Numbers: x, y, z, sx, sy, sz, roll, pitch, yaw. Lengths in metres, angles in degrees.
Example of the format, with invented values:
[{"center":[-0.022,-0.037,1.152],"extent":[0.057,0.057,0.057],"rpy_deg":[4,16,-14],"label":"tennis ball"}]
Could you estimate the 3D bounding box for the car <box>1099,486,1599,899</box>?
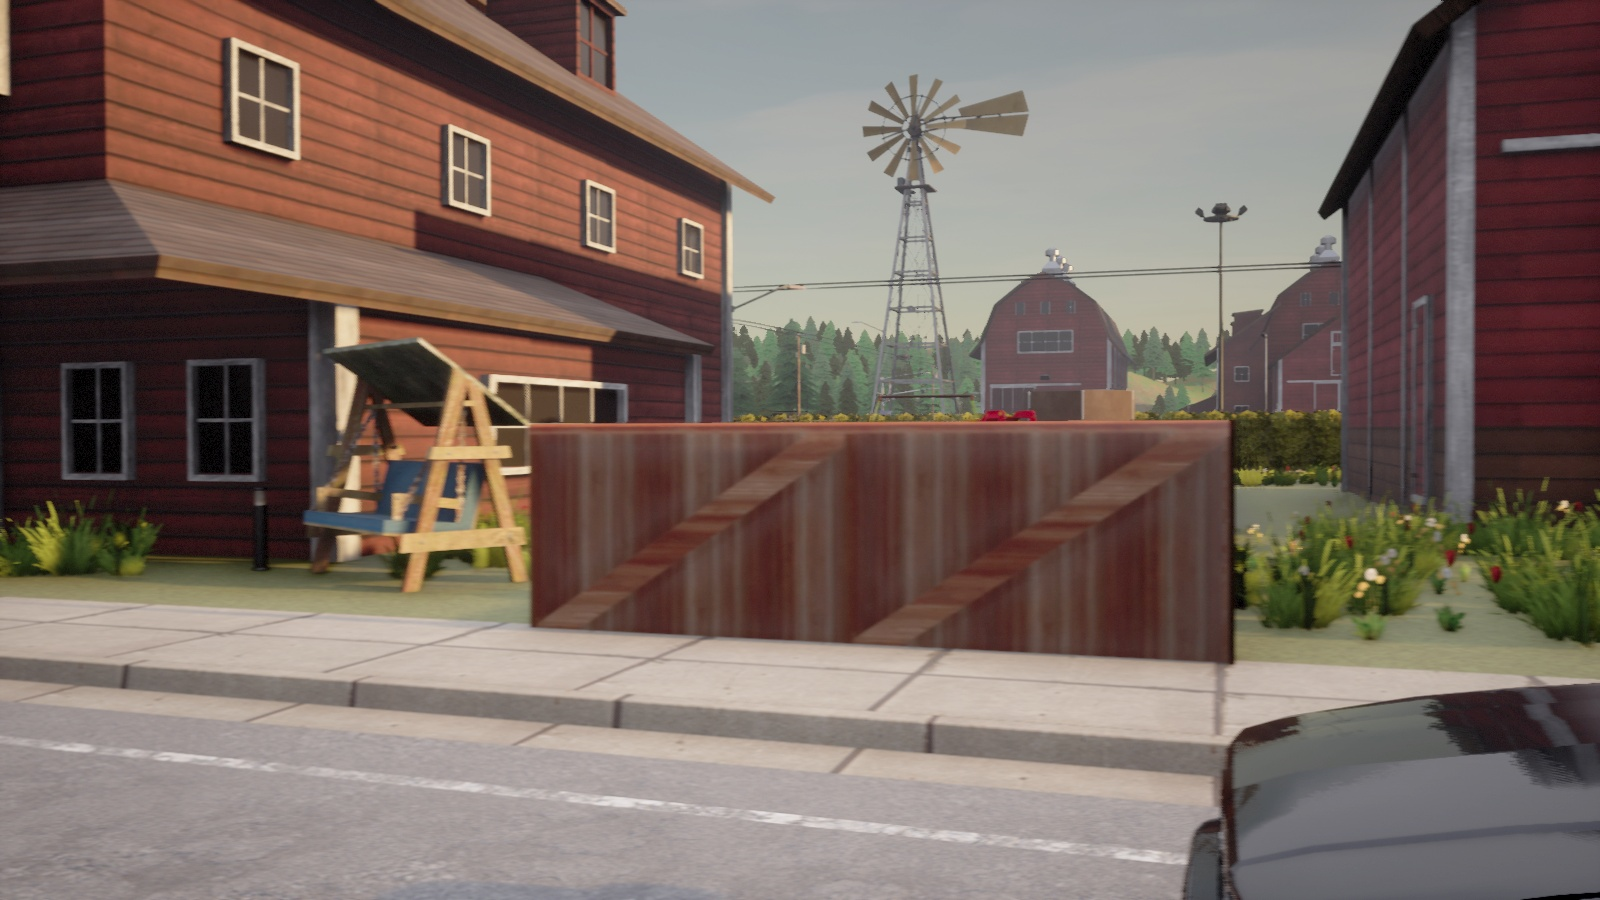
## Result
[{"center":[3.330,0.853,2.073],"extent":[5.357,1.411,2.033],"rpy_deg":[1,1,19],"label":"car"}]
